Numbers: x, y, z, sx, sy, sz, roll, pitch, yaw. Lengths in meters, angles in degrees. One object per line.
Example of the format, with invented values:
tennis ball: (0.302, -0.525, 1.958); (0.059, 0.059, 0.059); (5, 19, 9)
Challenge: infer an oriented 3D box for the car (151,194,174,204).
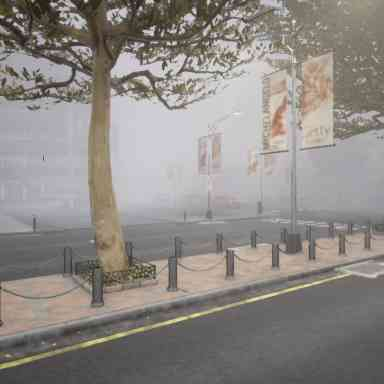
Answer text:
car: (-6.088, 1.564, 63.577); (1.994, 1.385, 4.181); (0, 0, -42)

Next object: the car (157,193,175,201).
car: (-5.093, 1.221, 67.879); (5.566, 2.045, 2.150); (0, 0, 45)

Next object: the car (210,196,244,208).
car: (4.915, 1.352, 48.890); (2.097, 1.767, 4.553); (0, 0, -35)

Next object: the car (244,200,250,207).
car: (6.978, 1.526, 52.034); (1.812, 1.442, 4.674); (0, 0, -36)

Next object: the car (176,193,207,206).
car: (-0.181, 1.352, 55.969); (2.097, 1.767, 4.553); (0, 0, -36)
